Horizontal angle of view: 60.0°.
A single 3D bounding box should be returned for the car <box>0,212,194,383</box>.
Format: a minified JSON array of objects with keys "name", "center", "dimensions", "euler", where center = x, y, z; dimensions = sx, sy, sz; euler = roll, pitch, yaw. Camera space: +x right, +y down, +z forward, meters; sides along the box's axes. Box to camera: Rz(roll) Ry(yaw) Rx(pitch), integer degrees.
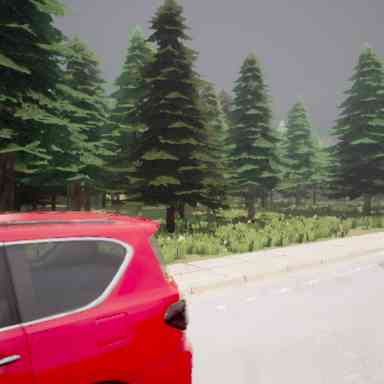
[{"name":"car","center":[-2.568,1.221,2.094],"dimensions":[5.566,2.045,2.150],"euler":[0,0,-37]}]
